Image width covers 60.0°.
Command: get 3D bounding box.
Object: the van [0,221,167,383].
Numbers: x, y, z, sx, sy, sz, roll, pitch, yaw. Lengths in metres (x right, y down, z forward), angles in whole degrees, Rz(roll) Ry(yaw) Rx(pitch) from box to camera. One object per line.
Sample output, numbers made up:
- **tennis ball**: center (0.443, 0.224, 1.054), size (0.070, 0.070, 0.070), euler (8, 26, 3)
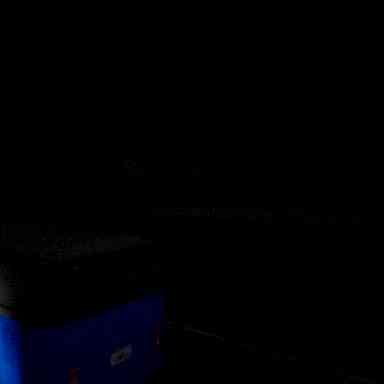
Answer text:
- **van**: center (-2.193, 1.336, 4.275), size (3.998, 1.788, 1.690), euler (0, 0, 35)
